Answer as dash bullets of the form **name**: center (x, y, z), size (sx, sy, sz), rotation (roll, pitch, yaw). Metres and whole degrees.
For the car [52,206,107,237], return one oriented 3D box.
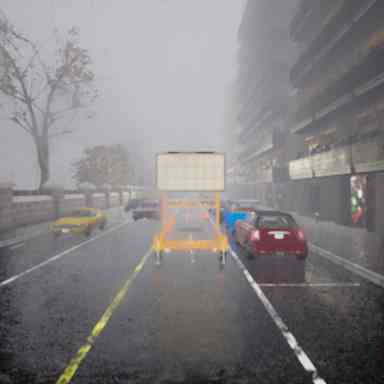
- **car**: center (-5.747, 1.419, 17.507), size (1.752, 1.417, 4.829), rotation (0, 0, 0)

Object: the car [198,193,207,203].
- **car**: center (2.501, 1.251, 57.114), size (1.802, 1.307, 4.206), rotation (0, 0, 0)

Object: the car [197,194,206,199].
- **car**: center (2.407, 1.107, 85.267), size (1.947, 1.339, 4.313), rotation (0, 0, 0)

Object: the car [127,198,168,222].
- **car**: center (-3.183, 1.394, 25.079), size (2.033, 1.411, 5.357), rotation (0, 0, 0)

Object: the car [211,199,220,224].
- **car**: center (2.614, 1.422, 23.335), size (1.947, 1.339, 4.313), rotation (0, 0, 0)

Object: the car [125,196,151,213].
- **car**: center (-5.804, 1.356, 34.569), size (1.947, 1.339, 4.313), rotation (0, 0, 0)

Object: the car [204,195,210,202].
- **car**: center (2.577, 1.333, 34.596), size (1.887, 1.381, 4.507), rotation (0, 0, 0)

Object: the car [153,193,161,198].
- **car**: center (-5.841, 1.269, 45.827), size (1.887, 1.381, 4.507), rotation (0, 0, 0)

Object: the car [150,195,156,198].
- **car**: center (-5.823, 1.338, 40.200), size (1.802, 1.307, 4.206), rotation (0, 0, 0)

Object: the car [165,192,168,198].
- **car**: center (-5.879, 0.986, 57.085), size (2.192, 1.841, 5.009), rotation (0, 0, 0)

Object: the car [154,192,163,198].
- **car**: center (-5.860, 1.137, 51.455), size (1.967, 1.590, 4.097), rotation (0, 0, 0)

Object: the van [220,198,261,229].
- **van**: center (2.633, 1.232, 17.703), size (1.690, 1.788, 3.998), rotation (0, 0, 0)

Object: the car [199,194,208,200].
- **car**: center (2.445, 1.174, 74.006), size (1.802, 1.307, 4.206), rotation (0, 0, 0)

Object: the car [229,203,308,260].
- **car**: center (2.651, 1.365, 12.073), size (1.967, 1.590, 4.097), rotation (0, 0, 0)

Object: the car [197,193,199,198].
- **car**: center (2.464, 1.058, 68.375), size (1.967, 1.590, 4.097), rotation (0, 0, 0)

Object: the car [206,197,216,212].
- **car**: center (2.595, 1.373, 28.966), size (2.008, 1.369, 4.403), rotation (0, 0, 0)

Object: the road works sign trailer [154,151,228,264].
- **road works sign trailer**: center (-0.038, 0.393, 11.509), size (2.380, 3.560, 2.880), rotation (0, 0, 0)

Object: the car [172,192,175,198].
- **car**: center (-5.973, 1.109, 85.239), size (1.947, 1.339, 4.313), rotation (0, 0, 0)

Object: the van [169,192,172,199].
- **van**: center (-5.935, 0.934, 73.977), size (1.690, 1.788, 3.998), rotation (0, 0, 0)
